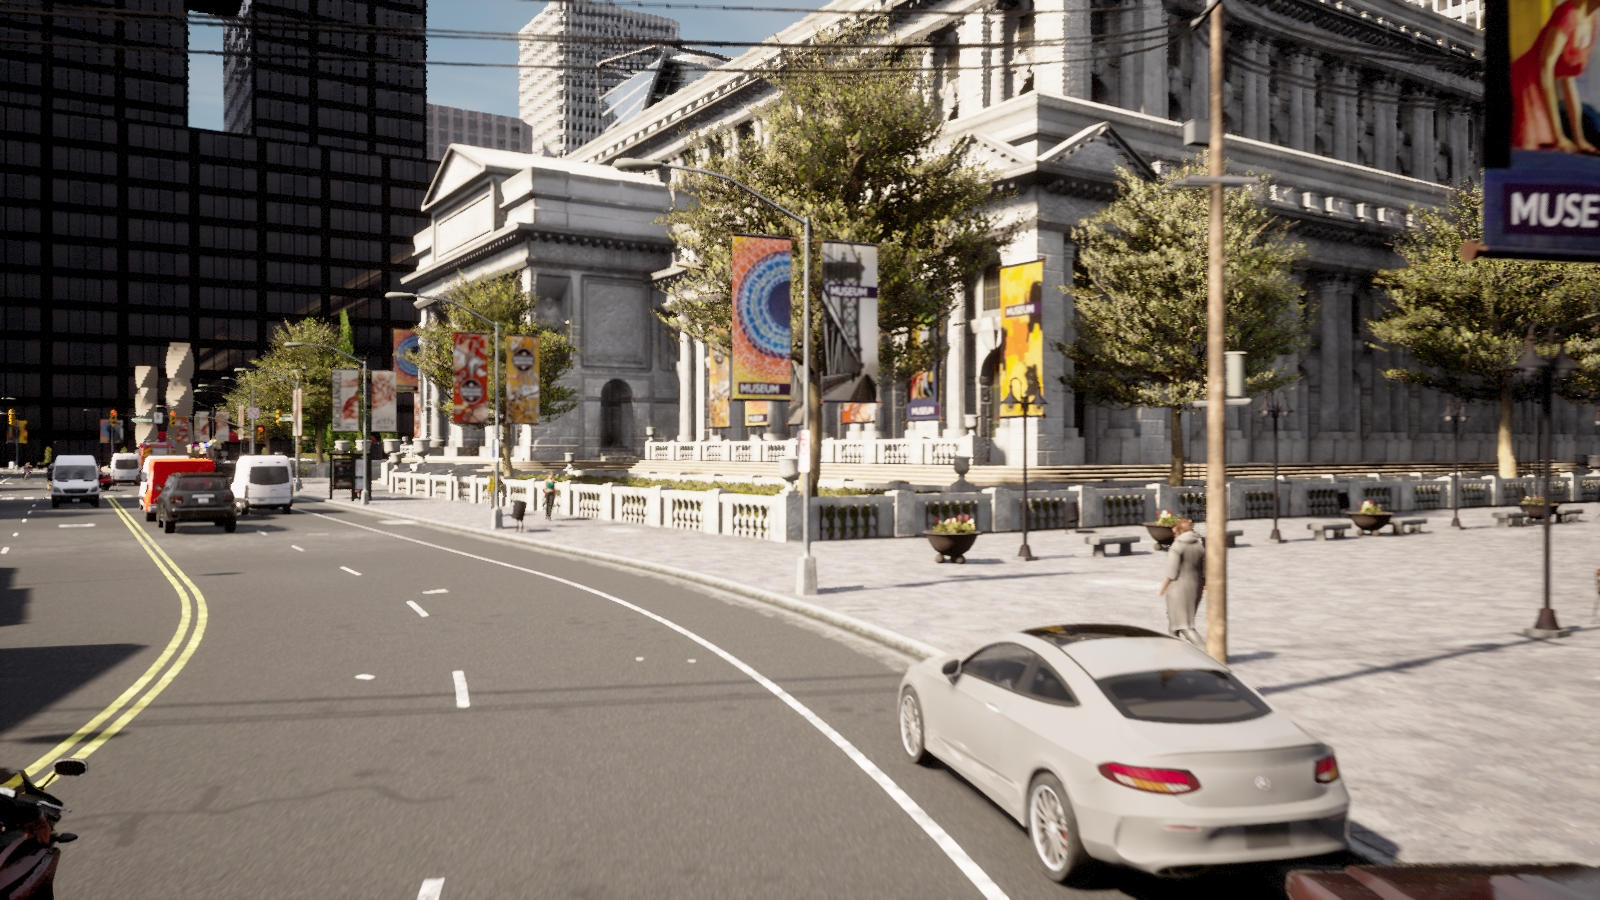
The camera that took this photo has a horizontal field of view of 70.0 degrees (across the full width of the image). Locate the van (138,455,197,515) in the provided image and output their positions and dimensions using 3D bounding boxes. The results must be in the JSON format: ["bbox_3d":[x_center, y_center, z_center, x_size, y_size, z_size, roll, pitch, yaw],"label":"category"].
[{"bbox_3d":[-29.028,1.542,52.357,1.988,2.561,5.915,0,0,-33],"label":"van"}]

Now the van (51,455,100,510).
[{"bbox_3d":[-36.258,1.544,57.170,1.988,2.561,5.915,0,0,-33],"label":"van"}]

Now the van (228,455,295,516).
[{"bbox_3d":[-24.362,1.540,51.555,1.988,2.561,5.915,0,0,-33],"label":"van"}]

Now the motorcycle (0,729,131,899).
[{"bbox_3d":[-4.042,2.206,5.292,0.867,1.251,2.209,-1,0,-9],"label":"motorcycle"}]

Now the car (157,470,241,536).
[{"bbox_3d":[-21.201,1.785,40.172,2.150,2.045,5.566,0,0,-32],"label":"car"}]

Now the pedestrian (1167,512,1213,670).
[{"bbox_3d":[4.730,1.695,13.866,0.375,1.860,0.375,0,0,-25],"label":"pedestrian"}]

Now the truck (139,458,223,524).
[{"bbox_3d":[-25.081,1.578,46.189,2.627,2.467,5.204,0,0,-32],"label":"truck"}]

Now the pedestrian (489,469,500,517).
[{"bbox_3d":[-12.123,1.699,45.394,0.375,1.860,0.375,0,0,-21],"label":"pedestrian"}]

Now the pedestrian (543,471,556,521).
[{"bbox_3d":[-9.306,1.700,42.406,0.375,1.860,0.375,0,0,-26],"label":"pedestrian"}]
